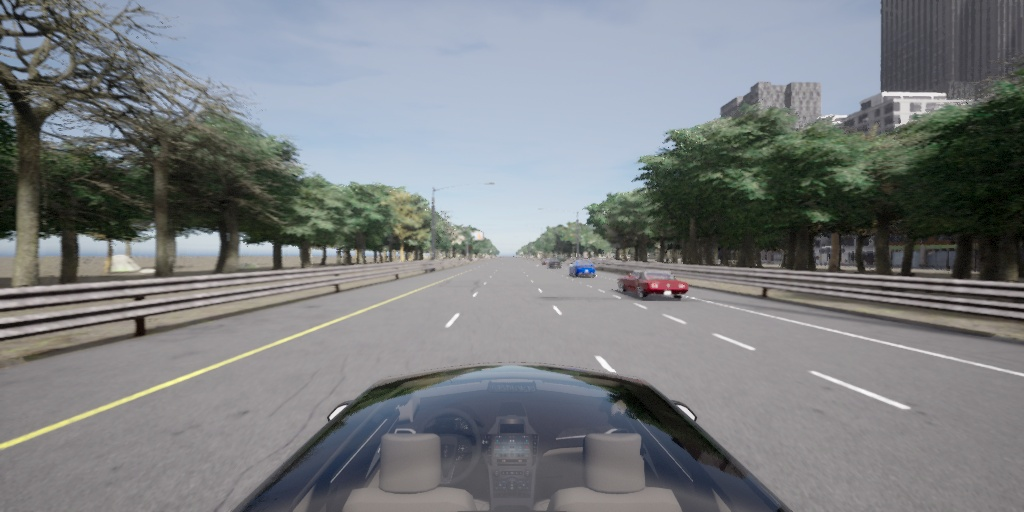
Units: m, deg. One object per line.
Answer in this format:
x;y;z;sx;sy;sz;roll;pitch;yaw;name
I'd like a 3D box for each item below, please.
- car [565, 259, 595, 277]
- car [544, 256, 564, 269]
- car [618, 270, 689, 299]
6.768;1.212;35.069;1.882;1.535;5.008;0;0;0;car
6.621;1.208;57.052;1.837;1.490;4.892;0;0;0;car
6.882;1.358;18.108;1.895;1.301;4.718;0;0;0;car
